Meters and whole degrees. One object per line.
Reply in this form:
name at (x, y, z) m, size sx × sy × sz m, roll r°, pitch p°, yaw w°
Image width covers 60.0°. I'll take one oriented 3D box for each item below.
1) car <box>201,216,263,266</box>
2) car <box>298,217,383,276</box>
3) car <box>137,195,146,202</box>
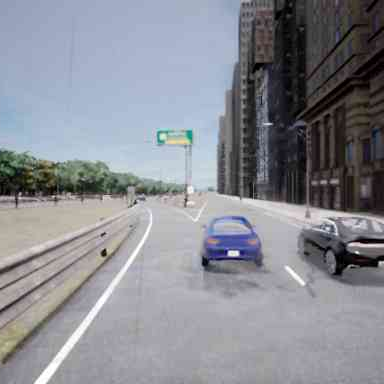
car at (1.282, 1.547, 11.510) m, size 1.812 × 1.442 × 4.674 m, roll 0°, pitch 0°, yaw 3°
car at (4.712, 1.506, 10.297) m, size 2.128 × 1.511 × 4.902 m, roll 0°, pitch 0°, yaw 3°
car at (-11.351, 1.435, 75.139) m, size 1.812 × 1.442 × 4.674 m, roll 0°, pitch 0°, yaw -12°
